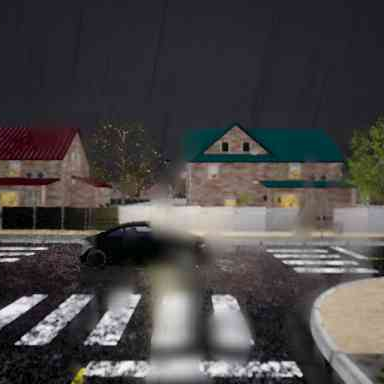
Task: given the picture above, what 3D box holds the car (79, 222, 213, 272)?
[{"bbox_3d":[-1.422,1.670,10.741,4.181,1.385,1.994,0,0,0],"label":"car"}]
